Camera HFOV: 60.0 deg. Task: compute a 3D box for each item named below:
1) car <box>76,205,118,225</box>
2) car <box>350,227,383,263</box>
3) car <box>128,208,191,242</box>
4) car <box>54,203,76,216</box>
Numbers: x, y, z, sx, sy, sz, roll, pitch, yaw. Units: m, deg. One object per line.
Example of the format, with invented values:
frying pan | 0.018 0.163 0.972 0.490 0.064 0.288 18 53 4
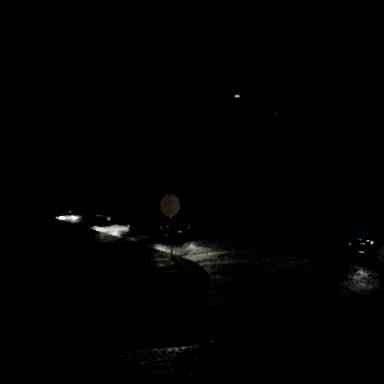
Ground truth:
car | -7.688 1.815 27.556 2.128 1.511 4.902 0 0 -32
car | 8.079 1.586 11.248 5.008 1.535 1.882 0 3 14
car | -1.901 1.696 18.298 1.882 1.535 5.008 0 -1 -32
car | -14.499 2.009 38.318 1.994 1.385 4.181 0 0 -33
